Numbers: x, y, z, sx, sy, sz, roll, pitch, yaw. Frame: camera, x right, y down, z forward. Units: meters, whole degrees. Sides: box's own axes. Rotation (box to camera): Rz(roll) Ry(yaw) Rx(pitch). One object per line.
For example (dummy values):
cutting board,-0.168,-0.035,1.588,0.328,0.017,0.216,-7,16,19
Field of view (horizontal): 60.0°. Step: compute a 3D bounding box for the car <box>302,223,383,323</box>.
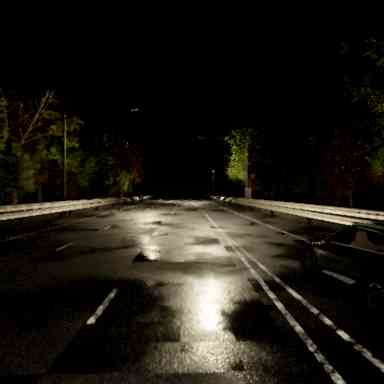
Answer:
car,4.066,1.449,7.215,2.033,1.649,4.856,0,0,-3
